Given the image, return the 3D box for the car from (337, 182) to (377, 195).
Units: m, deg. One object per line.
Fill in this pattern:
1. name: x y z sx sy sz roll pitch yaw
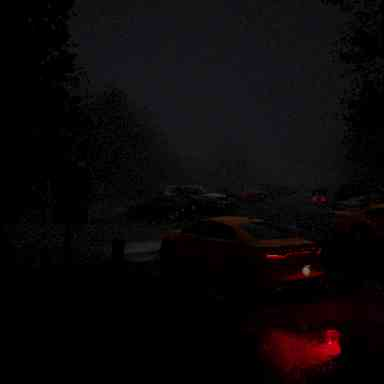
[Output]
1. car: 25.727 -0.599 52.149 5.566 2.045 2.435 1 2 24

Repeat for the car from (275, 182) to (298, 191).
1. car: 20.638 -1.251 72.768 4.553 1.767 2.185 1 2 24

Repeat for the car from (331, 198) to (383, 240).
1. car: 8.804 1.289 14.391 5.008 1.535 2.097 1 3 24

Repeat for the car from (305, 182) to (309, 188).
1. car: 26.371 -1.848 85.397 5.566 2.045 2.435 1 2 24

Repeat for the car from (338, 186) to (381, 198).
1. car: 22.358 -0.065 44.567 5.008 1.535 2.097 1 2 24

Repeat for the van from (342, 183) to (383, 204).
1. van: 17.980 0.122 34.530 4.442 1.987 1.878 1 3 24

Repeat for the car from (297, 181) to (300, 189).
1. car: 19.361 -1.037 70.304 5.366 1.575 1.946 1 2 24

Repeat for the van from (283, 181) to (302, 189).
1. van: 25.103 -1.730 82.925 4.442 1.987 1.878 1 2 24

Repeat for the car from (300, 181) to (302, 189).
1. car: 21.774 -1.346 75.300 4.553 1.767 2.185 1 2 24

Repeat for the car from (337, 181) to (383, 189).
1. car: 15.583 0.335 29.402 5.566 2.045 2.435 1 3 24

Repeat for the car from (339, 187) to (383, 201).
1. car: 20.114 0.162 39.509 4.792 1.488 2.163 1 2 24

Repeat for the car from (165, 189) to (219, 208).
1. car: -0.903 0.850 24.677 5.008 1.535 2.097 1 3 24

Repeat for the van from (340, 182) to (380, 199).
1. van: 21.115 -0.195 42.065 4.442 1.987 1.878 1 2 24

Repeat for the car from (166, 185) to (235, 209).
1. car: 0.253 0.481 27.186 5.566 2.045 2.435 1 3 24

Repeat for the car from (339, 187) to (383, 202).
1. car: 19.034 0.264 37.103 4.792 1.488 2.163 1 3 24

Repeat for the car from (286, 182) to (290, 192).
1. car: 13.825 -0.530 57.584 4.792 1.488 2.163 1 2 24

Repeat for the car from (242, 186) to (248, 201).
1. car: 2.505 0.495 32.268 4.892 1.521 2.231 1 3 24

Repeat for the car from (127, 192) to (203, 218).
1. car: -2.070 0.997 22.162 4.792 1.488 2.163 1 3 24

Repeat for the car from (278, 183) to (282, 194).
1. car: 10.472 -0.246 49.965 4.792 1.488 2.163 1 2 24

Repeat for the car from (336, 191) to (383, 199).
1. car: 9.971 1.046 16.896 4.553 1.767 2.185 1 3 24

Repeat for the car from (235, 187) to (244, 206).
1. car: 1.533 0.613 29.664 5.366 1.575 1.946 1 3 24

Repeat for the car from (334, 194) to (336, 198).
1. car: 10.998 1.087 19.339 4.792 1.488 2.163 1 3 24

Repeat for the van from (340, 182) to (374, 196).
1. van: 24.513 -0.481 49.660 4.442 1.987 1.878 1 2 24

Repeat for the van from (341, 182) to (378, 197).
1. van: 23.593 -0.383 47.039 4.442 1.987 1.878 1 2 24

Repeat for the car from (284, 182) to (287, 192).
1. car: 12.690 -0.435 55.053 4.792 1.488 2.163 1 2 24

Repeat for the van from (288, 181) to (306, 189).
1. van: 28.503 -1.939 90.507 4.442 1.987 1.878 1 1 24

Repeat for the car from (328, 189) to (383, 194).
1. car: 13.122 0.816 24.452 5.366 1.575 1.946 1 3 24

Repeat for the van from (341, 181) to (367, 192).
1. van: 31.577 -1.046 64.836 4.442 1.987 1.878 1 2 24

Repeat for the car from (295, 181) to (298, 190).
1. car: 18.389 -0.935 67.700 4.892 1.521 2.231 1 2 24

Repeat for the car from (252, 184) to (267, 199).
1. car: 5.787 0.130 40.048 5.366 1.575 1.946 1 3 24

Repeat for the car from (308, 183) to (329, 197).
1. car: 18.240 -0.165 47.468 2.128 1.511 4.902 1 2 24

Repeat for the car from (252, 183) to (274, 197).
1. car: 7.210 0.028 42.314 5.366 1.575 1.946 1 3 24

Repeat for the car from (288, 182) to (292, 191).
1. car: 14.961 -0.624 60.116 4.792 1.488 2.163 1 2 24

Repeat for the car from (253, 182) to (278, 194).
1. car: 9.339 -0.304 47.430 4.553 1.767 2.185 1 2 24

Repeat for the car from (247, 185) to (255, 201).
1. car: 3.466 0.370 34.876 5.366 1.575 1.946 1 3 24

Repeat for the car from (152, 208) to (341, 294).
1. car: 0.933 1.365 8.580 1.882 1.535 5.008 2 -1 -31

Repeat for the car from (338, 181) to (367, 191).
1. car: 34.844 -1.357 72.472 5.566 2.045 2.435 1 2 24

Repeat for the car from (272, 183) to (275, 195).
1. car: 8.168 -0.077 44.916 4.892 1.521 2.231 1 3 24

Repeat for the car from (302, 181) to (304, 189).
1. car: 22.933 -1.314 77.826 5.008 1.535 2.097 1 2 24

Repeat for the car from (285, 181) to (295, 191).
1. car: 15.954 -0.754 62.710 5.366 1.575 1.946 1 2 24

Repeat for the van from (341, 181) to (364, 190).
1. van: 36.110 -1.423 74.940 4.442 1.987 1.878 1 2 24

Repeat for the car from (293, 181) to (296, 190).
1. car: 17.265 -0.841 65.163 4.892 1.521 2.231 1 2 24

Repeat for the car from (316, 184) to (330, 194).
1. car: 22.453 -0.529 56.857 1.882 1.535 5.008 1 2 24

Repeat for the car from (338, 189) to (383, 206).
1. car: 16.665 0.496 31.963 4.792 1.488 2.163 1 3 24

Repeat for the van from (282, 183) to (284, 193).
1. van: 11.687 -0.594 52.452 4.442 1.987 1.878 1 2 24
